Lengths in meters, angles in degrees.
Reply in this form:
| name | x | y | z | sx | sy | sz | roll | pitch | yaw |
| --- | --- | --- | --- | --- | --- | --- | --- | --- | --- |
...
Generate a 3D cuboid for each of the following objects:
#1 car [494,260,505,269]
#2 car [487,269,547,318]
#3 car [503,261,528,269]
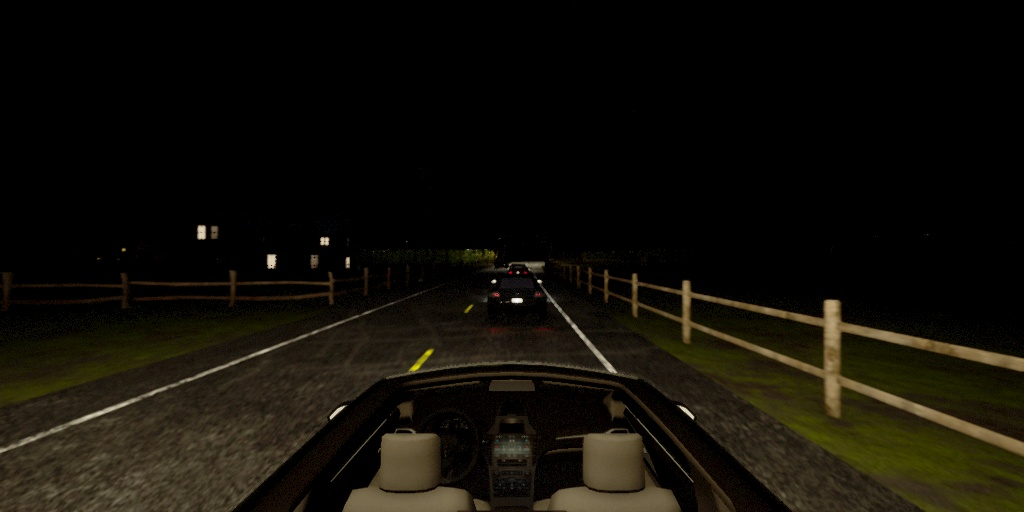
| name | x | y | z | sx | sy | sz | roll | pitch | yaw |
| --- | --- | --- | --- | --- | --- | --- | --- | --- | --- |
| car | -1.740 | 1.388 | 58.398 | 1.882 | 1.535 | 5.008 | 0 | 0 | 3 |
| car | 0.182 | 1.352 | 13.127 | 1.994 | 1.385 | 4.181 | 0 | 0 | 1 |
| car | 0.566 | 1.390 | 31.136 | 2.033 | 1.411 | 5.357 | 0 | 0 | 2 |
